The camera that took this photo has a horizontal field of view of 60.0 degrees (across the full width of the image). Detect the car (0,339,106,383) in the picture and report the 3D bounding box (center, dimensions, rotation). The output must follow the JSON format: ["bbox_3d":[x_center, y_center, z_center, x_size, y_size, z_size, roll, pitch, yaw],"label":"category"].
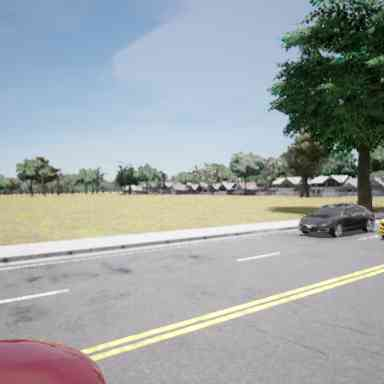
[{"bbox_3d":[-2.696,1.537,1.514,4.674,1.442,1.812,-1,0,-36],"label":"car"}]

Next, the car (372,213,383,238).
[{"bbox_3d":[10.547,1.334,15.234,5.008,1.535,1.882,-1,0,-36],"label":"car"}]

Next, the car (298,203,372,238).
[{"bbox_3d":[7.473,1.372,17.031,4.892,1.490,1.837,-1,0,-36],"label":"car"}]
